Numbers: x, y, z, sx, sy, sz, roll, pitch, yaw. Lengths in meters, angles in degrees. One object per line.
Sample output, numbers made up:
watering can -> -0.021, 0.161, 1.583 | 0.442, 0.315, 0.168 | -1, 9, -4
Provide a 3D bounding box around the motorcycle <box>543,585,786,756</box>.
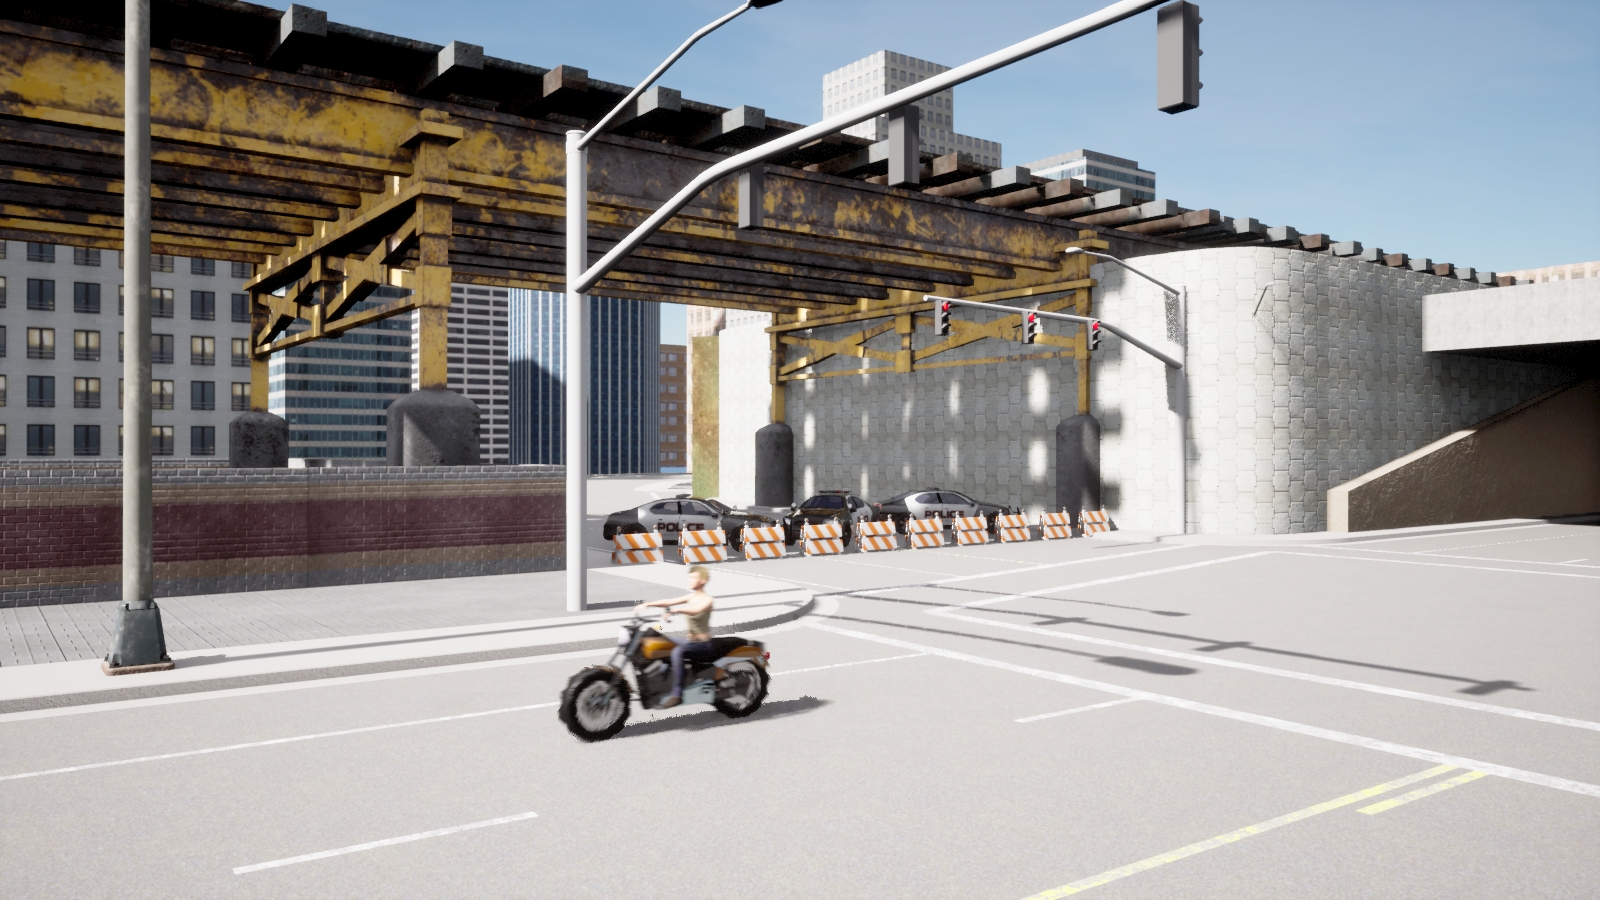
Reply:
motorcycle -> -1.320, 2.142, 11.506 | 2.356, 1.332, 0.764 | 0, 0, -36
